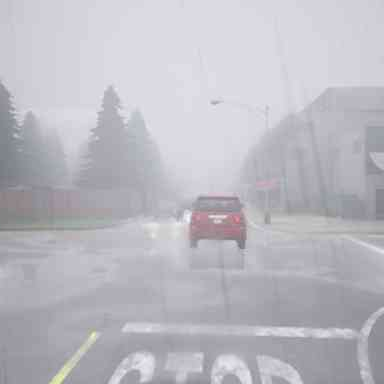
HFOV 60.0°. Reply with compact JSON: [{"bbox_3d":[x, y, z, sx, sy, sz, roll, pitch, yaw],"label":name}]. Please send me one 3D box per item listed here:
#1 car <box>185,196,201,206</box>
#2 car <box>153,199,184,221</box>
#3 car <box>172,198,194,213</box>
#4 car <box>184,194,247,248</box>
[{"bbox_3d":[0.200,1.322,49.674,1.895,1.301,4.718,0,0,5],"label":"car"},{"bbox_3d":[-1.724,1.377,25.694,1.812,1.442,4.674,0,0,4],"label":"car"},{"bbox_3d":[-0.922,1.397,35.847,1.895,1.301,4.718,0,0,5],"label":"car"},{"bbox_3d":[1.112,1.110,14.409,2.150,2.045,5.566,0,0,4],"label":"car"}]
